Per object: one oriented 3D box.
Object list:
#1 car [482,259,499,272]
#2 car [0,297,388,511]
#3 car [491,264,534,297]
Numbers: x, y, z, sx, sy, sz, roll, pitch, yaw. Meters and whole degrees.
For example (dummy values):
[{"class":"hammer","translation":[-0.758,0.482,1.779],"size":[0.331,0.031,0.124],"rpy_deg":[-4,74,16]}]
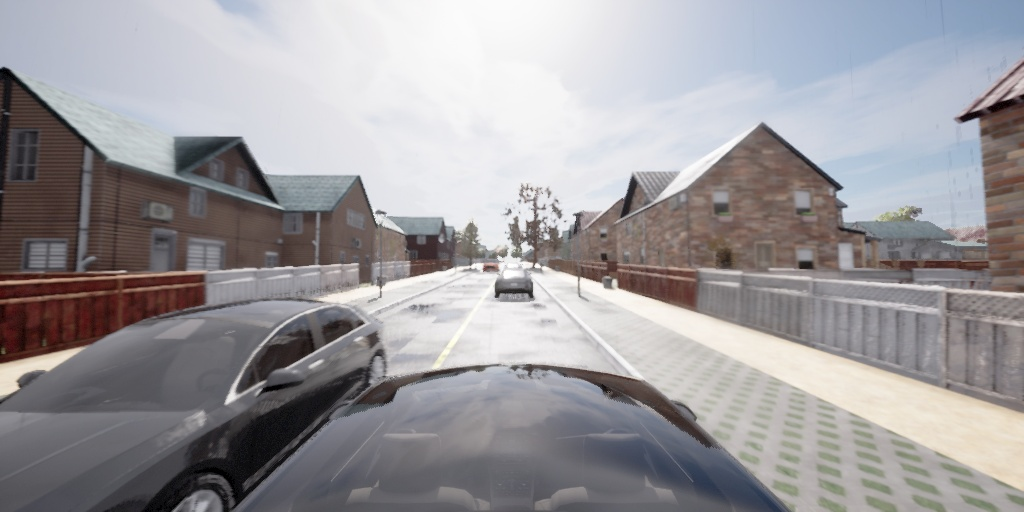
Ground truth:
[{"class":"car","translation":[-2.742,1.170,47.507],"size":[2.097,1.767,4.553],"rpy_deg":[0,0,0]},{"class":"car","translation":[-2.748,1.257,3.503],"size":[1.837,1.490,4.892],"rpy_deg":[0,0,0]},{"class":"car","translation":[0.101,1.329,19.069],"size":[1.994,1.385,4.181],"rpy_deg":[0,0,0]}]
